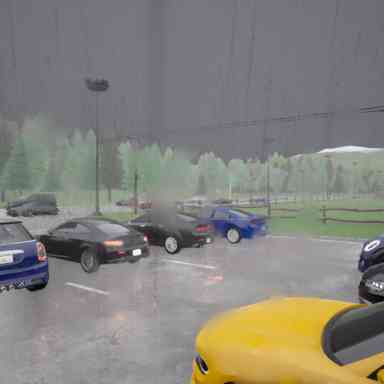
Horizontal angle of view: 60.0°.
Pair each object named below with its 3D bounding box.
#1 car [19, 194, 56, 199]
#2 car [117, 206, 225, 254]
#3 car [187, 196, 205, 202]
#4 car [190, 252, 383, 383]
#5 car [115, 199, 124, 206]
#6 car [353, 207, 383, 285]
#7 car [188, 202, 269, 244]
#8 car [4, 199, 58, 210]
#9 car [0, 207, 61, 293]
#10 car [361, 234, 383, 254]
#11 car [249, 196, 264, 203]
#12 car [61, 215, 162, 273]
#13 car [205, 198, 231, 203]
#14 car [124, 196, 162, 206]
[{"bbox_3d":[-17.751,1.224,37.030,2.150,2.045,5.566,0,0,33],"label":"car"},{"bbox_3d":[-1.356,1.505,13.502,4.892,1.490,1.837,0,0,36],"label":"car"},{"bbox_3d":[0.953,1.525,63.317,1.812,1.442,4.674,0,0,37],"label":"car"},{"bbox_3d":[2.289,1.478,2.362,5.008,1.535,1.882,0,0,35],"label":"car"},{"bbox_3d":[-9.334,1.564,49.263,1.994,1.385,4.181,0,0,36],"label":"car"},{"bbox_3d":[6.524,1.352,7.937,4.553,1.767,2.097,0,0,35],"label":"car"},{"bbox_3d":[1.164,1.478,15.996,5.008,1.535,1.882,0,0,36],"label":"car"},{"bbox_3d":[-14.061,1.564,29.620,1.994,1.385,4.181,0,0,31],"label":"car"},{"bbox_3d":[-5.400,1.352,7.785,4.553,1.767,2.097,0,0,36],"label":"car"},{"bbox_3d":[5.069,1.492,4.677,4.902,1.511,2.128,0,0,35],"label":"car"},{"bbox_3d":[13.345,1.525,68.322,1.812,1.442,4.674,0,0,36],"label":"car"},{"bbox_3d":[-3.408,1.526,10.665,4.674,1.442,1.812,0,0,36],"label":"car"},{"bbox_3d":[4.734,1.601,56.666,1.895,1.301,4.718,0,0,36],"label":"car"},{"bbox_3d":[-5.832,1.352,42.155,2.097,1.767,4.553,0,0,36],"label":"car"}]
